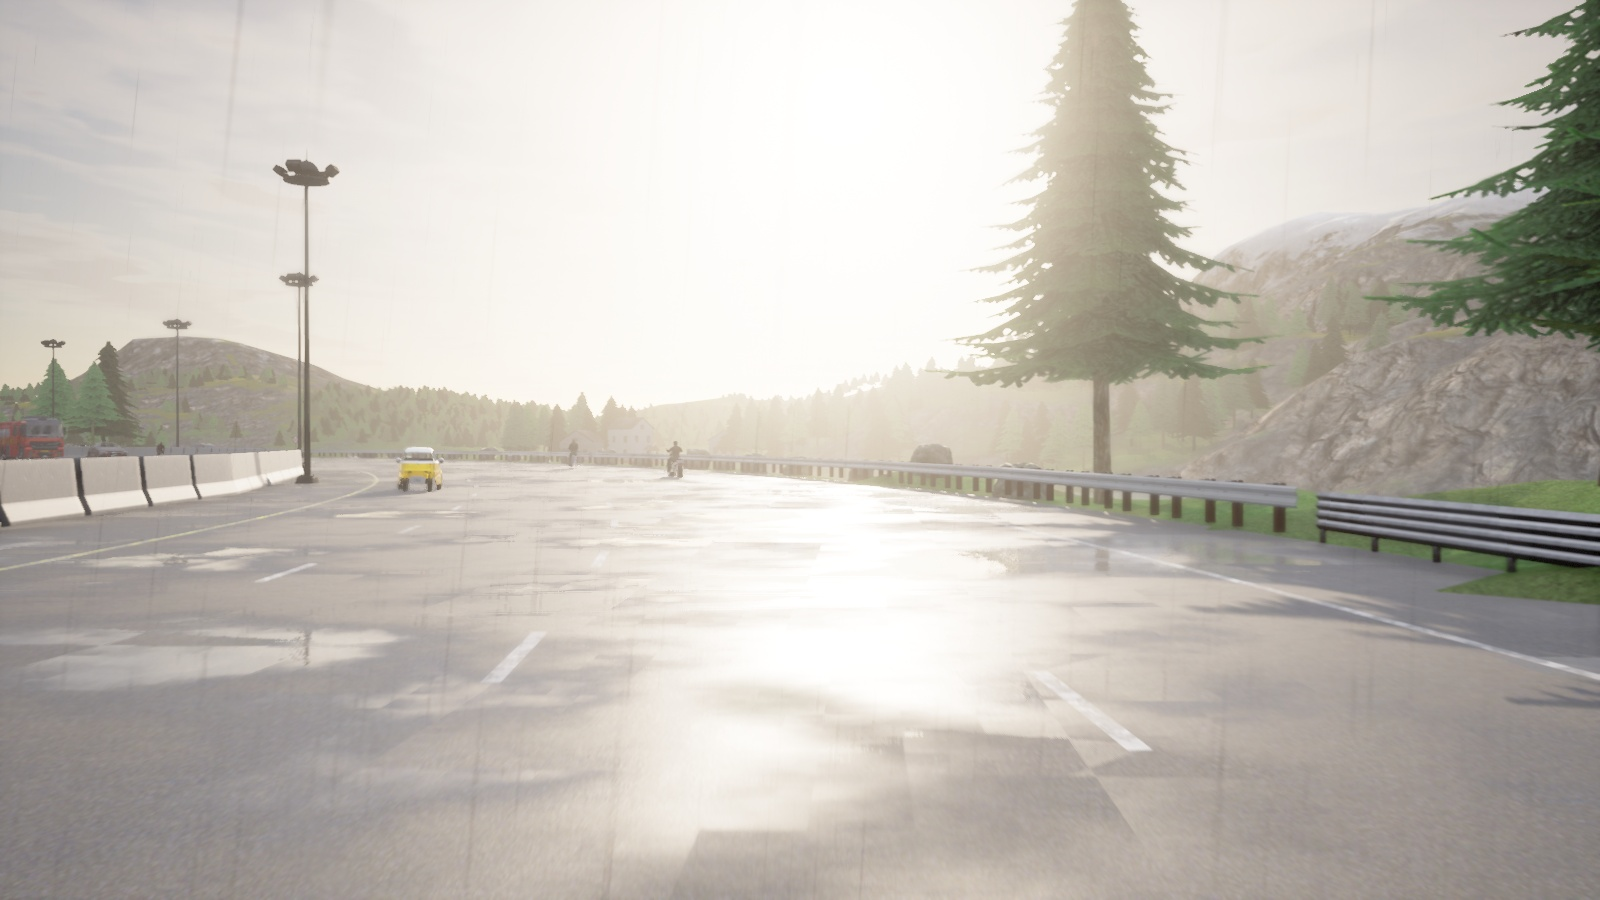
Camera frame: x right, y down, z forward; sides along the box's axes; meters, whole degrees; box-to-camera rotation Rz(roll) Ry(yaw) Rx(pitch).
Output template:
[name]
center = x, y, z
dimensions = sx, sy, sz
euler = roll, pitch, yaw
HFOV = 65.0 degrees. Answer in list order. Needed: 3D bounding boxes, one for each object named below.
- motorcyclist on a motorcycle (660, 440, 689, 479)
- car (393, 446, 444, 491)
[motorcyclist on a motorcycle]
center = -5.484, 0.385, 54.662
dimensions = 0.766, 1.649, 2.350
euler = -1, 0, -18
[car]
center = -12.182, 0.568, 40.181
dimensions = 1.481, 1.376, 2.207
euler = 0, 1, -15
